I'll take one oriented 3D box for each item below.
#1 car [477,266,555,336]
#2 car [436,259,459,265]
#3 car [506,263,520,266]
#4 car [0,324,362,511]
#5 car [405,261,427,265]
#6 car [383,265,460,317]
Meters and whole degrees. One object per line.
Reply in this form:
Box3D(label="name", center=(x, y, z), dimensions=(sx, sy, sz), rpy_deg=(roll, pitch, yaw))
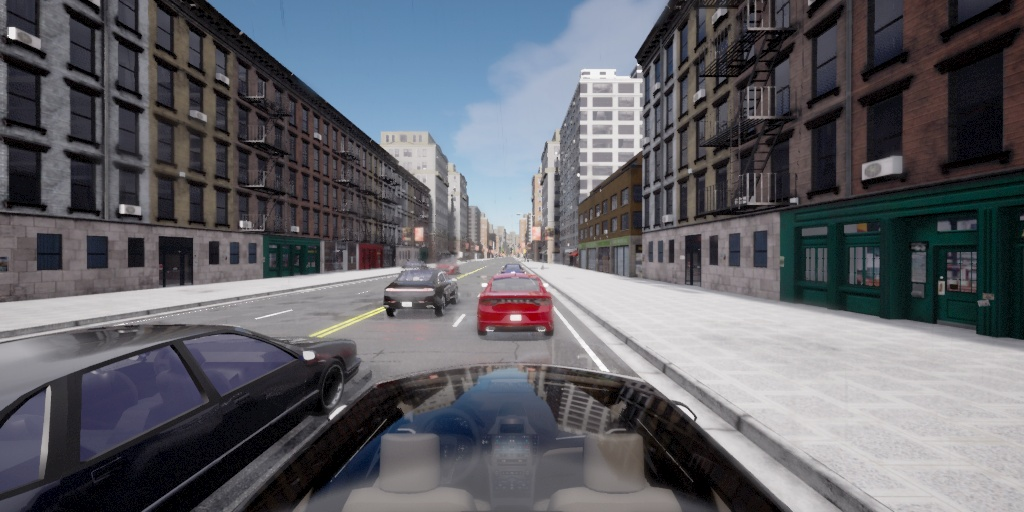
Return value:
Box3D(label="car", center=(0.093, 1.227, 10.475), dimensions=(1.882, 1.535, 5.008), rpy_deg=(0, 0, 0))
Box3D(label="car", center=(-6.621, 1.109, 36.657), dimensions=(2.097, 1.767, 4.553), rpy_deg=(0, 0, 0))
Box3D(label="car", center=(0.082, 1.319, 30.814), dimensions=(1.994, 1.385, 4.181), rpy_deg=(0, 0, 0))
Box3D(label="car", center=(-3.145, 1.297, 2.893), dimensions=(2.033, 1.411, 5.357), rpy_deg=(0, 0, 0))
Box3D(label="car", center=(-9.871, 1.249, 36.463), dimensions=(2.128, 1.511, 4.902), rpy_deg=(0, 0, 0))
Box3D(label="car", center=(-3.160, 1.241, 13.216), dimensions=(2.128, 1.511, 4.902), rpy_deg=(0, 0, 0))
